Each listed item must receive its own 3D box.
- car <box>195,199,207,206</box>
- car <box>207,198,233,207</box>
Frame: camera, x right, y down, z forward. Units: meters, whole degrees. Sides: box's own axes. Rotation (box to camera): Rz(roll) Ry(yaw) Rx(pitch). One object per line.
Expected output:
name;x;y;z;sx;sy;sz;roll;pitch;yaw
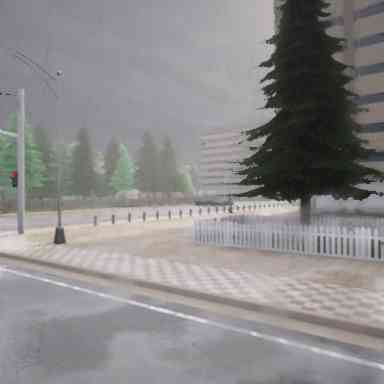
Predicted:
car;2.435;1.905;60.235;1.895;1.301;4.718;-1;0;36
car;5.330;1.819;58.266;2.033;1.411;5.357;-1;0;36
